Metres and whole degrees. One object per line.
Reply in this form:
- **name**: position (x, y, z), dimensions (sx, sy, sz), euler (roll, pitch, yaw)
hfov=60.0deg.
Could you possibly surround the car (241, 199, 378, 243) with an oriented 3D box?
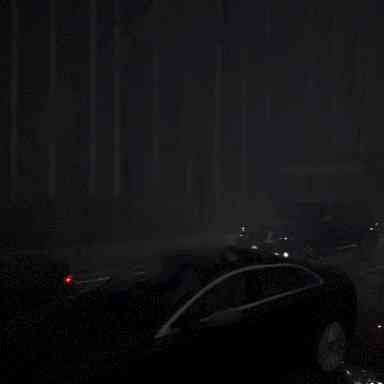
- **car**: position (4.056, 1.266, 11.184), dimensions (5.566, 2.045, 2.150), euler (0, 0, -35)

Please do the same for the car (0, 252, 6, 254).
- **car**: position (-4.571, 1.544, 5.031), dimensions (5.357, 1.411, 2.033), euler (0, 0, -36)

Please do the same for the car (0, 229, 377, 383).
- **car**: position (0.085, 1.503, 4.051), dimensions (4.902, 1.511, 2.128), euler (0, 0, -35)
